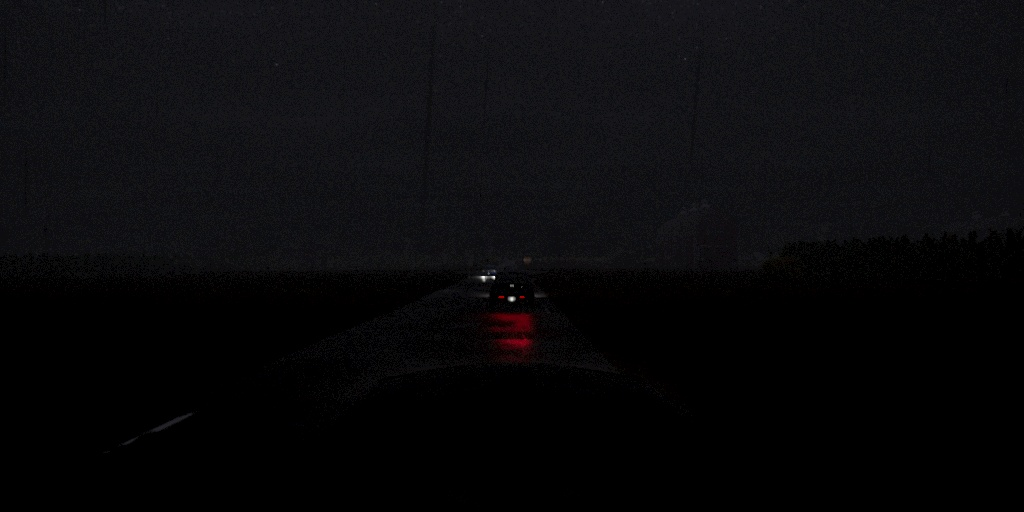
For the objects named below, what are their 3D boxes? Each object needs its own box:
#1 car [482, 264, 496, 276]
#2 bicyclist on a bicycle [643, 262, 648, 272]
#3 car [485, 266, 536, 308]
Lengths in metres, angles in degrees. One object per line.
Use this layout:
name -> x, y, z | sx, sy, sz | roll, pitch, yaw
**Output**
car -> -2.769, 1.758, 45.607 | 2.033, 1.411, 5.357 | 0, -1, 0
bicyclist on a bicycle -> 19.929, 1.643, 53.649 | 0.582, 1.620, 1.656 | 0, -1, 0
car -> -0.002, 1.401, 16.148 | 1.837, 1.490, 4.892 | 0, 0, 0
